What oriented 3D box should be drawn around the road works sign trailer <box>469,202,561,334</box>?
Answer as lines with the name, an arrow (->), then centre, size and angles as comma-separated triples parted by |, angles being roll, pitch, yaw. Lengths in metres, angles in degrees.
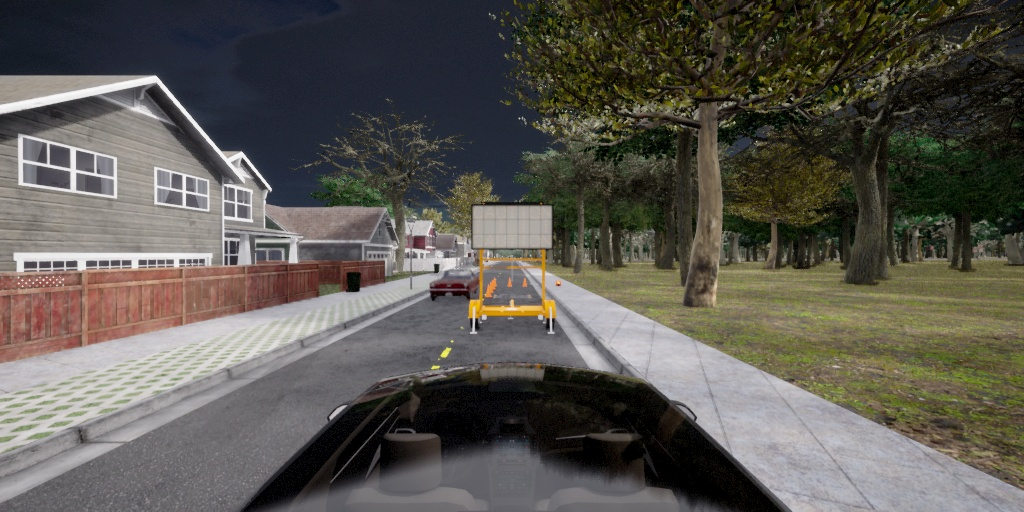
road works sign trailer -> 0.011, 0.214, 10.620 | 2.380, 3.560, 2.880 | 0, 0, 0

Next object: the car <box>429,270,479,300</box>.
car -> -2.734, 1.351, 17.715 | 1.895, 1.301, 4.718 | 0, 0, 0
